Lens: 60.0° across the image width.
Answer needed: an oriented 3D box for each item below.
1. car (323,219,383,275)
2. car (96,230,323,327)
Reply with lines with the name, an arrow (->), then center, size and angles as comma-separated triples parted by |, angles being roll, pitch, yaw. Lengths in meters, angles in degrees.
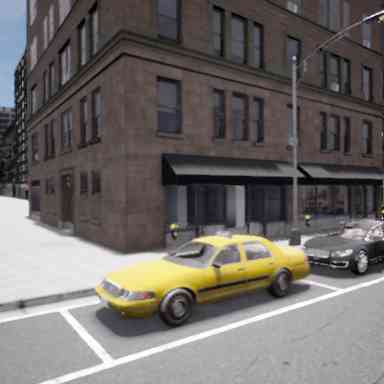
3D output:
car -> 5.193, 1.563, 10.365 | 4.403, 1.369, 2.008 | 0, -1, -35
car -> 0.488, 1.531, 7.009 | 4.829, 1.417, 1.752 | 0, -1, -35
